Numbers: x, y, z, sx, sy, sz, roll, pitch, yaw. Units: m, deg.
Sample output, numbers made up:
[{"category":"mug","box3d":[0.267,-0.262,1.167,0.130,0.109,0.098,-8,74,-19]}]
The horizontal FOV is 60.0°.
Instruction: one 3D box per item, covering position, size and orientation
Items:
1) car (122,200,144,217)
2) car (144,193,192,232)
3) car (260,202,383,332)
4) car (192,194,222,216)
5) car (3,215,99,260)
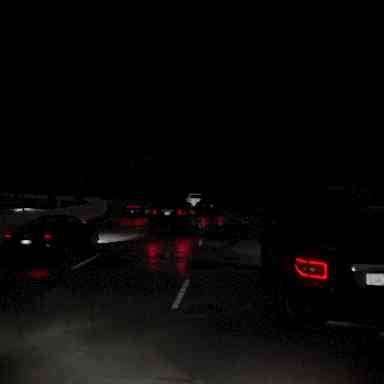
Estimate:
[{"category":"car","box3d":[-5.402,1.476,31.123,2.128,1.511,4.902,0,0,-6]},{"category":"car","box3d":[-1.275,1.213,19.985,2.150,2.045,5.566,0,0,0]},{"category":"car","box3d":[2.717,1.222,6.948,2.150,2.045,5.566,0,0,7]},{"category":"car","box3d":[1.544,1.338,32.842,2.097,1.767,4.553,0,0,-8]},{"category":"car","box3d":[-5.084,1.557,12.550,1.994,1.385,4.181,0,0,5]}]
